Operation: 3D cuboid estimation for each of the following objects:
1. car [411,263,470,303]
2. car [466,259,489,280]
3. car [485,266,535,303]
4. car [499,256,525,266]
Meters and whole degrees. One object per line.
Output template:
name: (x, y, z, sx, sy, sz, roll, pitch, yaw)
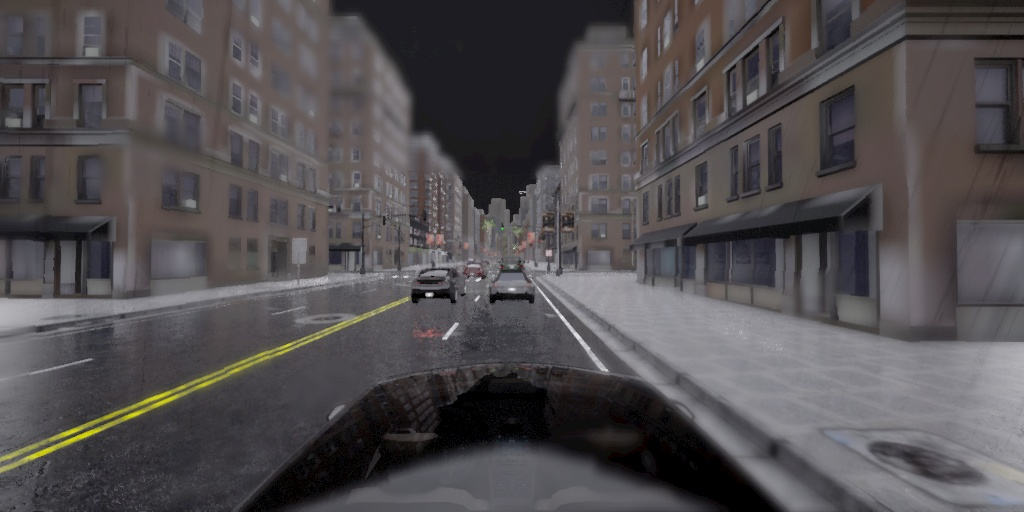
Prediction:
car: (-3.250, 1.268, 16.502, 1.837, 1.490, 4.892, 0, 0, 0)
car: (-3.250, 1.286, 31.503, 1.812, 1.442, 4.674, 0, 0, 0)
car: (0.000, 1.324, 16.501, 1.994, 1.385, 4.181, 0, 0, 0)
car: (0.000, 1.011, 31.534, 2.150, 2.045, 5.566, 0, 0, 0)
